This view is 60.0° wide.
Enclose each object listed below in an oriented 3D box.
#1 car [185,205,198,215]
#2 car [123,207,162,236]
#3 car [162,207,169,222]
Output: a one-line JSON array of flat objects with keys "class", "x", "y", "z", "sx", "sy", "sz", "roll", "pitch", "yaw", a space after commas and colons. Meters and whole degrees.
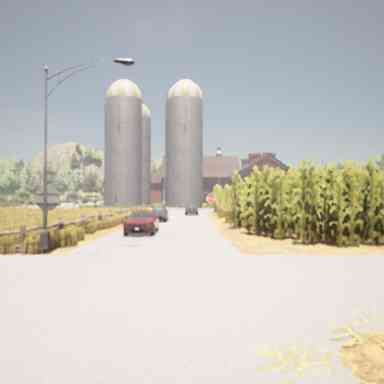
[{"class": "car", "x": -0.059, "y": 2.412, "z": 45.249, "sx": 2.033, "sy": 1.411, "sz": 5.357, "roll": 0, "pitch": -1, "yaw": 0}, {"class": "car", "x": -3.247, "y": 1.934, "z": 21.800, "sx": 1.882, "sy": 1.535, "sz": 5.008, "roll": 0, "pitch": -1, "yaw": -1}, {"class": "car", "x": -3.307, "y": 2.231, "z": 33.456, "sx": 2.033, "sy": 1.411, "sz": 5.357, "roll": 0, "pitch": -1, "yaw": 0}]
